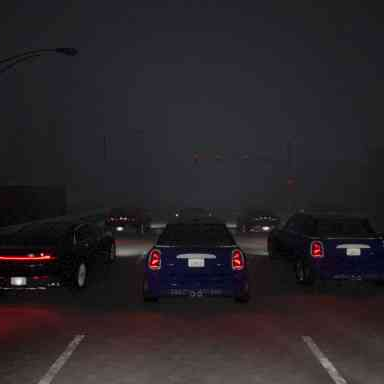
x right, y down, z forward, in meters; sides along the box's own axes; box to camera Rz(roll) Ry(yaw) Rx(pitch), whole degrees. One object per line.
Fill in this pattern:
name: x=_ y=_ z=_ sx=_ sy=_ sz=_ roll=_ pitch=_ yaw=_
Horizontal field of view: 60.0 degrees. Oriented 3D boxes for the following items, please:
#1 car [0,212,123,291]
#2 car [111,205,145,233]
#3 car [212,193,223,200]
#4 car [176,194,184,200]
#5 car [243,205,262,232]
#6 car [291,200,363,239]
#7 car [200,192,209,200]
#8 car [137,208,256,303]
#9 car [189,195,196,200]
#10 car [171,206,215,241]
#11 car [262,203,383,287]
car: x=-3.400 y=1.505 z=8.972 sx=1.837 sy=1.490 sz=4.892 roll=0 pitch=0 yaw=0
car: x=-3.411 y=1.505 z=18.255 sx=1.837 sy=1.490 sz=4.892 roll=0 pitch=0 yaw=1
car: x=7.139 y=1.216 z=91.064 sx=2.150 sy=2.045 sz=5.566 roll=0 pitch=0 yaw=0
car: x=-3.361 y=1.469 z=91.050 sx=1.882 sy=1.535 sz=5.008 roll=0 pitch=0 yaw=0
car: x=3.590 y=1.505 z=18.461 sx=1.837 sy=1.490 sz=4.892 roll=0 pitch=0 yaw=1
car: x=7.086 y=1.352 z=18.073 sx=2.097 sy=1.767 sz=4.553 roll=0 pitch=0 yaw=1
car: x=3.639 y=1.531 z=91.039 sx=2.033 sy=1.411 sz=5.357 roll=0 pitch=0 yaw=0
car: x=0.095 y=1.352 z=8.388 sx=2.097 sy=1.767 sz=4.553 roll=0 pitch=0 yaw=0
car: x=0.139 y=1.516 z=91.461 sx=1.812 sy=1.442 sz=4.674 roll=0 pitch=0 yaw=0
car: x=0.085 y=1.547 z=17.924 sx=2.033 sy=1.411 sz=5.357 roll=0 pitch=0 yaw=1
car: x=3.601 y=1.352 z=9.520 sx=2.097 sy=1.767 sz=4.553 roll=0 pitch=0 yaw=0
